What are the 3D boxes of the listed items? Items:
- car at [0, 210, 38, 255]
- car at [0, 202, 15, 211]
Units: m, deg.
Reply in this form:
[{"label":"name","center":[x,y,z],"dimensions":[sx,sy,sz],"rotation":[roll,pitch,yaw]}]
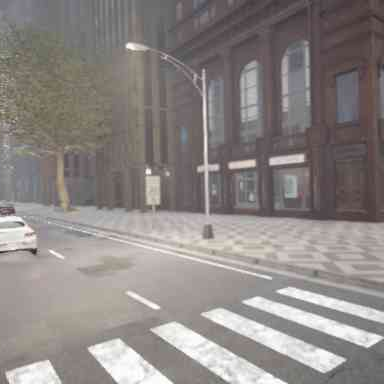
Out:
[{"label":"car","center":[-7.387,1.686,13.094],"dimensions":[1.812,1.442,4.674],"rotation":[-2,0,-36]},{"label":"car","center":[-21.225,1.950,37.520],"dimensions":[1.882,1.535,5.008],"rotation":[-2,0,-36]}]
